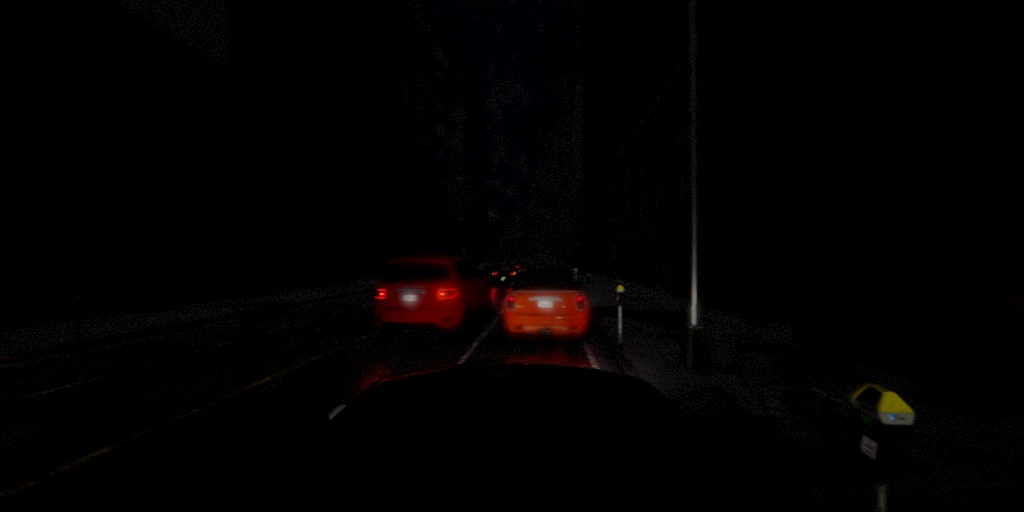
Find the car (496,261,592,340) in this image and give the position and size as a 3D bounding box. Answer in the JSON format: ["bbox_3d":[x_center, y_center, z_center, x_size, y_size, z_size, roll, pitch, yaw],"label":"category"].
[{"bbox_3d":[0.975,1.124,10.220,2.097,1.767,4.553,-1,0,6],"label":"car"}]

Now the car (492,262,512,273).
[{"bbox_3d":[-1.325,1.497,48.676,2.033,1.411,5.357,-1,0,6],"label":"car"}]

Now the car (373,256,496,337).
[{"bbox_3d":[-2.008,1.026,10.662,2.150,2.045,5.566,-1,0,6],"label":"car"}]

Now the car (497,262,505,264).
[{"bbox_3d":[-0.385,1.375,26.857,1.812,1.442,4.674,-1,0,6],"label":"car"}]
